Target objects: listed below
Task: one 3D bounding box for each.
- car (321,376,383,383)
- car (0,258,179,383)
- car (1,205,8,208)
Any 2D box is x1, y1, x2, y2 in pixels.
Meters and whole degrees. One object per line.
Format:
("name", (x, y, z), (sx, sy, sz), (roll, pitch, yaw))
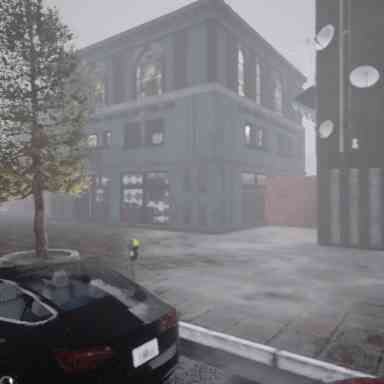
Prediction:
("car", (2.376, 1.578, 1.180), (4.206, 1.307, 1.802), (0, 0, 36))
("car", (-2.133, 1.579, 4.398), (4.313, 1.339, 1.947), (0, 0, 36))
("car", (-27.347, 1.842, 51.221), (1.887, 1.381, 4.507), (-1, -1, 35))
